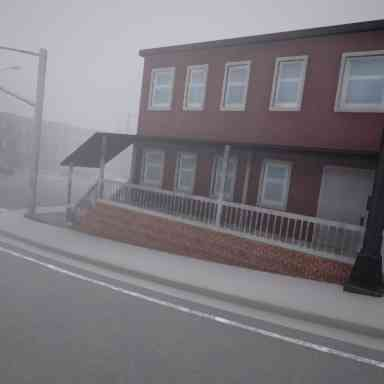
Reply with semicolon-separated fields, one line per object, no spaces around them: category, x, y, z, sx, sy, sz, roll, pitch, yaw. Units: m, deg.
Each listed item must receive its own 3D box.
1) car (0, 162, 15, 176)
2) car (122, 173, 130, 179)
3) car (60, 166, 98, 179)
car;-20.195;-2.459;33.469;1.994;1.385;4.181;10;6;35
car;-8.038;-2.463;50.258;2.033;1.411;5.357;10;6;36
car;-14.146;-2.513;41.828;1.837;1.490;4.892;10;6;35
